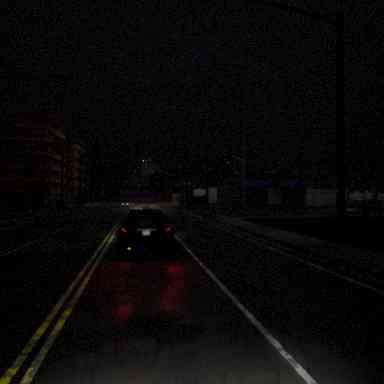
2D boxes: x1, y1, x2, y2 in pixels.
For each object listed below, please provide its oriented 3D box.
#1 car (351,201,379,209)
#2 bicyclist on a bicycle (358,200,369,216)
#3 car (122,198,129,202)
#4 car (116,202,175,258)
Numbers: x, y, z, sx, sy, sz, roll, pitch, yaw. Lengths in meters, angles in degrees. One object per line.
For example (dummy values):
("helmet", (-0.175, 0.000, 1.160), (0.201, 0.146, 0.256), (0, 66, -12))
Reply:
("car", (28.023, 2.113, 53.888), (4.718, 1.301, 1.895), (0, -1, -27))
("bicyclist on a bicycle", (17.103, 1.616, 33.121), (0.582, 1.620, 1.656), (0, -1, -9))
("car", (-18.059, 2.420, 90.504), (2.033, 1.411, 5.357), (0, -1, -9))
("car", (-1.923, 1.486, 13.723), (2.097, 1.767, 4.553), (0, -1, -9))
